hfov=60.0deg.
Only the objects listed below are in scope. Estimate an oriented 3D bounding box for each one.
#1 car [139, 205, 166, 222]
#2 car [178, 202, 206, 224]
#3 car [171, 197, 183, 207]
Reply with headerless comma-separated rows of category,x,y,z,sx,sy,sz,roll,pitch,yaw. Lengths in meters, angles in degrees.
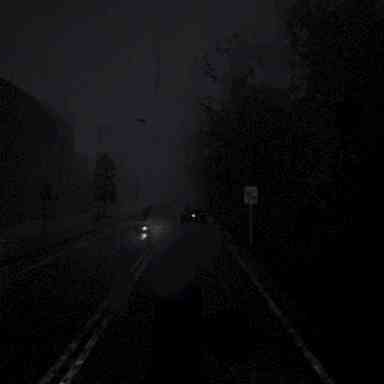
car,-3.322,1.798,29.022,1.994,1.385,4.181,0,-1,0
car,0.120,1.765,26.634,1.994,1.385,4.181,0,-1,0
car,-3.091,2.073,69.970,2.150,2.045,5.566,0,-1,0
